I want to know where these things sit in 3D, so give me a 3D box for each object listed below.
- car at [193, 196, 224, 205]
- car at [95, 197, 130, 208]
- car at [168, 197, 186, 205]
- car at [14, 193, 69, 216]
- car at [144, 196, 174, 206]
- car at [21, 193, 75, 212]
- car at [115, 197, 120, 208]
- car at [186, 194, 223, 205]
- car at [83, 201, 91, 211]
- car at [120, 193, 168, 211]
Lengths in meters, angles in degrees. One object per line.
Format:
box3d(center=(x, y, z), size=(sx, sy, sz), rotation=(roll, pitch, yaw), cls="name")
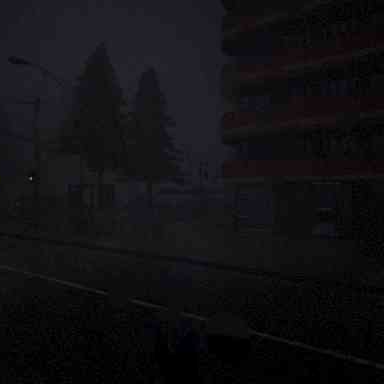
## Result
box3d(center=(2.981, 1.492, 60.482), size=(5.357, 1.411, 2.033), rotation=(0, 0, -32), cls="car")
box3d(center=(-11.068, 1.470, 46.660), size=(1.812, 1.442, 4.674), rotation=(0, 0, 37), cls="car")
box3d(center=(-0.864, 1.492, 53.169), size=(5.357, 1.411, 2.033), rotation=(0, 0, -42), cls="car")
box3d(center=(-13.526, 1.166, 31.059), size=(2.150, 2.045, 5.566), rotation=(0, 0, 35), cls="car")
box3d(center=(-5.229, 1.470, 53.657), size=(4.674, 1.442, 1.812), rotation=(0, 0, -45), cls="car")
box3d(center=(-16.741, 1.166, 38.942), size=(2.150, 2.045, 5.566), rotation=(0, 0, 36), cls="car")
box3d(center=(-7.761, 1.166, 45.357), size=(2.150, 2.045, 5.566), rotation=(0, 0, 37), cls="car")
box3d(center=(2.309, 1.166, 51.193), size=(5.566, 2.045, 2.150), rotation=(0, 0, -42), cls="car")
box3d(center=(-13.498, 1.545, 37.468), size=(1.895, 1.301, 4.718), rotation=(0, 0, 36), cls="car")
box3d(center=(-5.238, 1.296, 36.696), size=(2.097, 1.767, 4.553), rotation=(0, 0, 35), cls="car")
